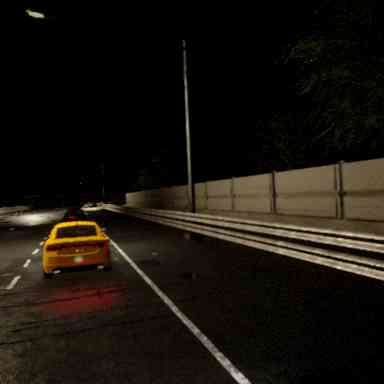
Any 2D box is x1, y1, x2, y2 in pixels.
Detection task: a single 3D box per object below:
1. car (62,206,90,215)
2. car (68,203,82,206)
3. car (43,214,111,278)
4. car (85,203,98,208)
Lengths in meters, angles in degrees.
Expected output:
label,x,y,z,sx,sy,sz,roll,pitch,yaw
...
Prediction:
label,x,y,z,sx,sy,sz,roll,pitch,yaw
car,-10.057,2.232,28.621,1.837,1.490,4.892,-2,-1,-20
car,-15.541,2.616,44.119,1.882,1.535,5.008,-2,-1,-19
car,-3.962,1.763,11.492,1.882,1.535,5.008,-2,-1,-20
car,-26.113,3.608,86.636,1.895,1.301,4.718,-2,-2,4
